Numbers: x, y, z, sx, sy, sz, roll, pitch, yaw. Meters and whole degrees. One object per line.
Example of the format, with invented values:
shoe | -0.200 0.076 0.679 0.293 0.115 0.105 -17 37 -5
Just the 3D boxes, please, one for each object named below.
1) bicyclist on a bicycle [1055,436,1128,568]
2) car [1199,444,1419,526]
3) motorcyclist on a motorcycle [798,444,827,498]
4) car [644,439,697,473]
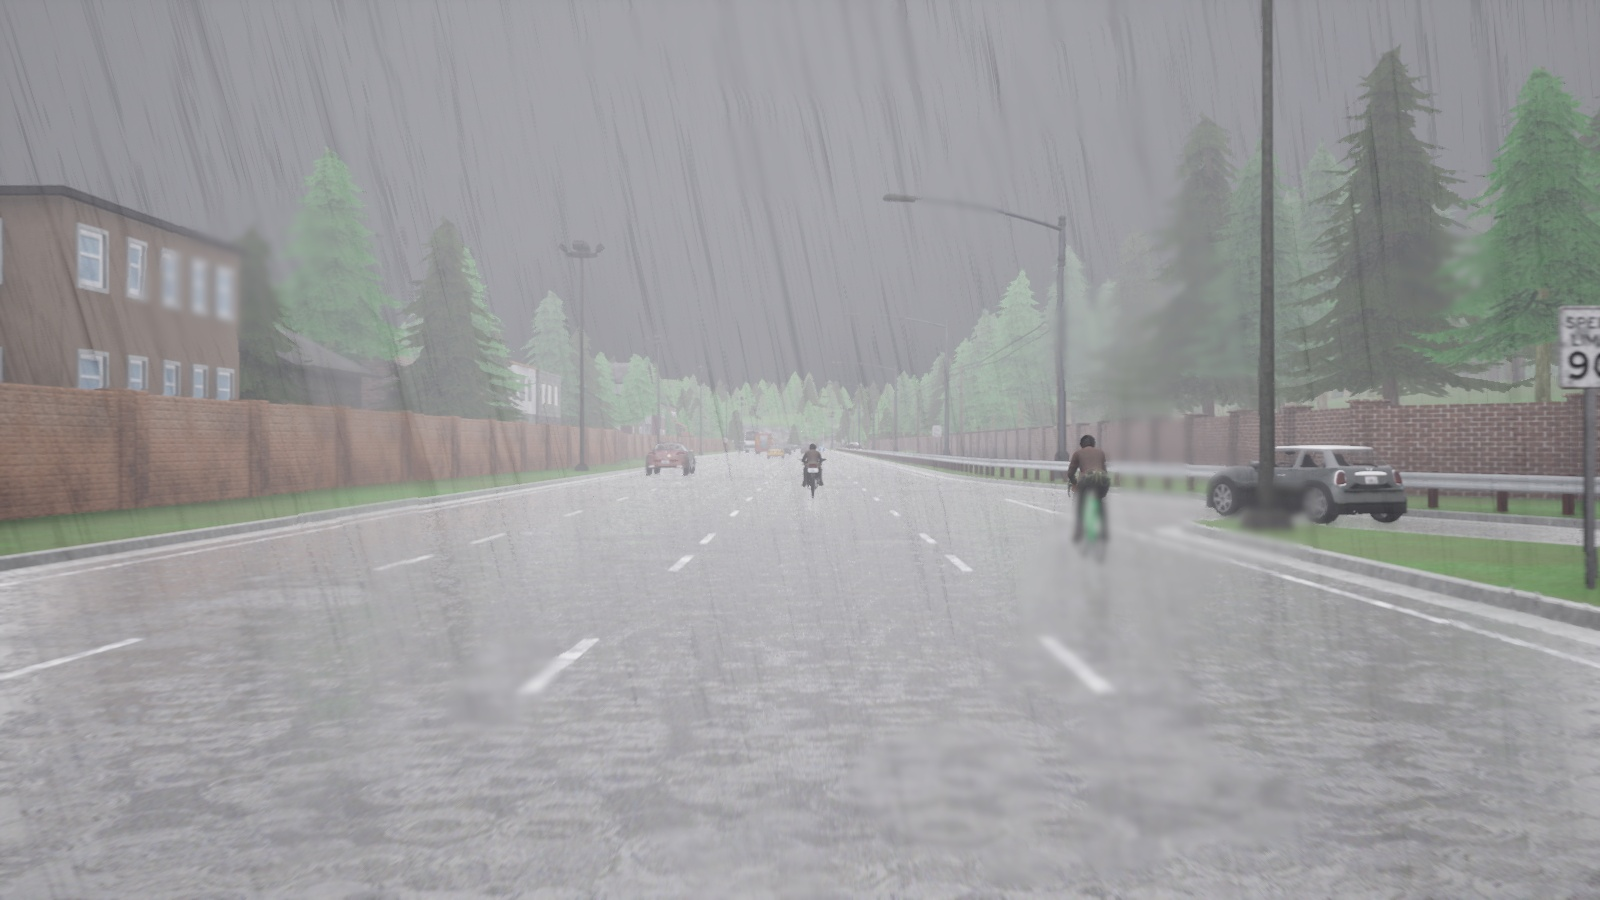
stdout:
bicyclist on a bicycle | 3.745 0.636 16.231 0.582 1.620 1.656 0 0 1
car | 9.936 0.619 24.806 1.970 1.475 3.806 0 0 -21
motorcyclist on a motorcycle | 0.354 0.581 36.126 0.797 1.523 2.044 0 0 0
car | -6.511 0.259 63.599 2.152 1.651 5.027 0 0 0
